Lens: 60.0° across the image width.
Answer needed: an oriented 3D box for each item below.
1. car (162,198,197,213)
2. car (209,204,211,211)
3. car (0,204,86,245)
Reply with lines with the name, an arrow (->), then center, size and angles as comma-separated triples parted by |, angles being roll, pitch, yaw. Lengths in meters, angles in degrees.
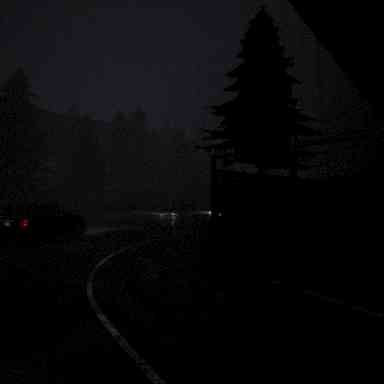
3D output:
car -> -1.351, 1.497, 37.531 | 1.837, 1.490, 4.892 | 0, -1, 36
car -> 3.713, 1.556, 38.580 | 1.994, 1.385, 4.181 | 0, 0, 36
car -> -7.020, 1.345, 15.768 | 2.097, 1.767, 4.553 | 0, 0, 15
